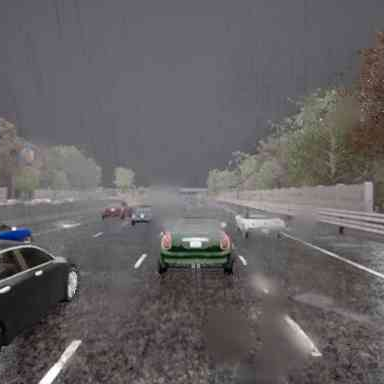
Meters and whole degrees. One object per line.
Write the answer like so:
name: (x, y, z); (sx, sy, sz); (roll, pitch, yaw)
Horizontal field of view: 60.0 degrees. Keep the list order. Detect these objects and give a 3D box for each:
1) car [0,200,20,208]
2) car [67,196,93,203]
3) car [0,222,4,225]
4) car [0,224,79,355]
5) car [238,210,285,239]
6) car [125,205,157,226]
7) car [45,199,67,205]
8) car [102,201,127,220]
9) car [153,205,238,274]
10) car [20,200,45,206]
car: (-28.031, 1.962, 52.695); (2.033, 1.411, 5.357); (0, 0, 1)
car: (-17.547, 1.640, 53.388); (2.150, 2.045, 5.566); (0, 0, 1)
car: (-6.897, 1.556, 10.488); (1.882, 1.535, 5.008); (0, 0, 0)
car: (-3.399, 1.547, 5.449); (1.837, 1.490, 4.892); (0, 0, 0)
car: (3.501, 1.606, 17.996); (1.895, 1.301, 4.718); (0, 0, 0)
car: (-3.397, 1.742, 25.328); (2.033, 1.411, 5.357); (0, 0, 0)
car: (-21.049, 1.912, 53.461); (2.128, 1.511, 4.902); (0, 0, 0)
car: (-6.897, 1.592, 31.112); (2.097, 1.767, 4.553); (0, 0, 0)
car: (0.101, 1.435, 11.027); (2.097, 1.767, 4.553); (0, 0, 0)
car: (-24.540, 1.963, 52.832); (2.033, 1.411, 5.357); (0, 0, 1)
